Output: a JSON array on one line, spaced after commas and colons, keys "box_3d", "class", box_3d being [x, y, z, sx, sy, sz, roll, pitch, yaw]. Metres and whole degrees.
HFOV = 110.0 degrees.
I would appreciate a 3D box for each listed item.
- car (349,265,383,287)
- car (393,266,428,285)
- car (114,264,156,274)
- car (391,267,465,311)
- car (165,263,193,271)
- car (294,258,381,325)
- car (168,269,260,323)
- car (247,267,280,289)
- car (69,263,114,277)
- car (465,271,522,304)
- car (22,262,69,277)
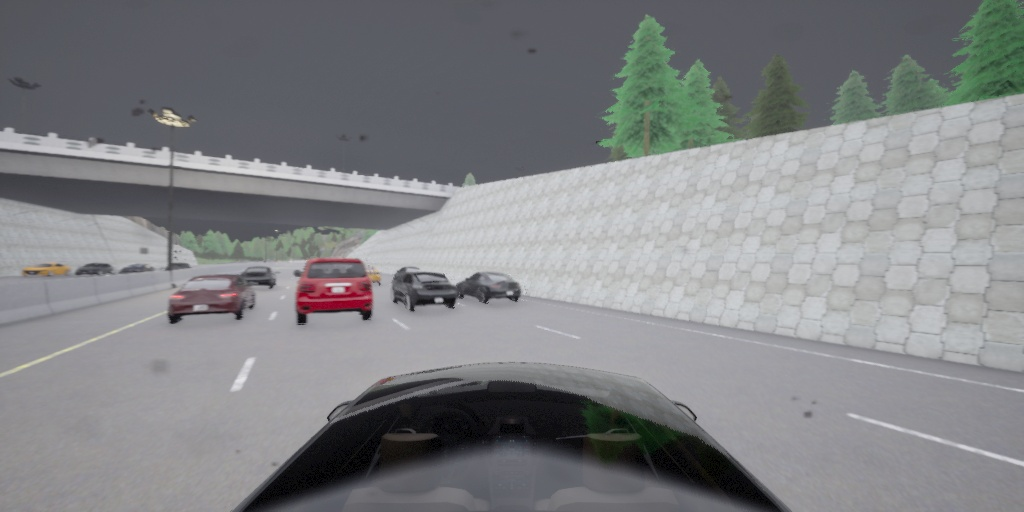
[{"box_3d": [-12.069, 1.537, 29.473, 1.882, 1.535, 5.008, 1, -1, -30], "class": "car"}, {"box_3d": [-8.781, 1.621, 30.777, 1.812, 1.442, 4.674, 1, -1, -30], "class": "car"}, {"box_3d": [-44.004, 1.607, 42.310, 2.033, 1.411, 5.357, 1, -1, -30], "class": "car"}, {"box_3d": [-3.921, 1.421, 15.513, 1.837, 1.490, 4.892, 1, -1, -30], "class": "car"}, {"box_3d": [-41.199, 1.607, 44.430, 1.837, 1.490, 4.892, 1, -1, -30], "class": "car"}, {"box_3d": [-6.348, 1.087, 12.710, 2.150, 2.045, 5.566, 1, -1, -30], "class": "car"}, {"box_3d": [-10.290, 1.366, 12.546, 1.812, 1.442, 4.674, 1, -1, -30], "class": "car"}, {"box_3d": [-17.538, 1.475, 24.943, 1.837, 1.490, 4.892, 1, -1, -30], "class": "car"}, {"box_3d": [-47.014, 1.522, 40.526, 1.837, 1.490, 4.892, 1, -1, -30], "class": "car"}, {"box_3d": [-1.222, 1.487, 17.837, 1.812, 1.442, 4.674, 1, -1, -30], "class": "car"}, {"box_3d": [-49.898, 1.454, 38.528, 1.882, 1.535, 5.008, 1, -1, -30], "class": "car"}]
